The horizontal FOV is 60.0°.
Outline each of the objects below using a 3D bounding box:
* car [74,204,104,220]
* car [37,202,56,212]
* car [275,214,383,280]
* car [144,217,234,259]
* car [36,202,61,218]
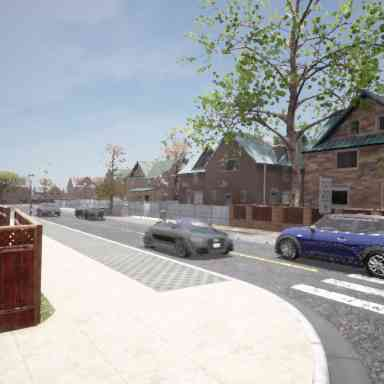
[{"bbox_3d":[-10.317,1.933,33.252,2.128,1.511,4.902,2,-2,-34],"label":"car"},{"bbox_3d":[-22.391,2.279,51.039,1.994,1.385,4.181,2,-2,-34],"label":"car"},{"bbox_3d":[4.926,1.496,10.800,2.097,1.767,4.553,2,-2,-34],"label":"car"},{"bbox_3d":[-0.257,1.683,13.176,1.994,1.385,4.181,2,-2,-34],"label":"car"},{"bbox_3d":[-15.310,1.929,35.408,1.837,1.490,4.892,2,-2,-34],"label":"car"}]
